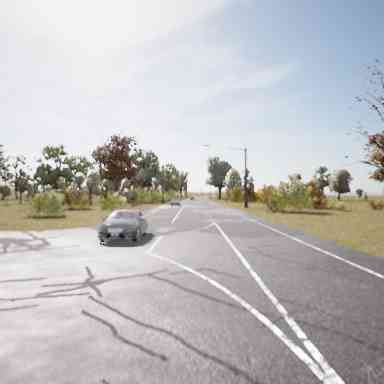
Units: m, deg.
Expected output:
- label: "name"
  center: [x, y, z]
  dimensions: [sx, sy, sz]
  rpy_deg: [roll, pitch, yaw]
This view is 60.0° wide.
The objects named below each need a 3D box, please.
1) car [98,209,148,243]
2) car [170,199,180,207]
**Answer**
- label: "car"
  center: [-3.433, 1.666, 17.307]
  dimensions: [2.128, 1.511, 4.902]
  rpy_deg: [0, -1, 0]
- label: "car"
  center: [-3.374, 2.131, 66.747]
  dimensions: [2.128, 1.511, 4.902]
  rpy_deg: [0, 0, 0]
